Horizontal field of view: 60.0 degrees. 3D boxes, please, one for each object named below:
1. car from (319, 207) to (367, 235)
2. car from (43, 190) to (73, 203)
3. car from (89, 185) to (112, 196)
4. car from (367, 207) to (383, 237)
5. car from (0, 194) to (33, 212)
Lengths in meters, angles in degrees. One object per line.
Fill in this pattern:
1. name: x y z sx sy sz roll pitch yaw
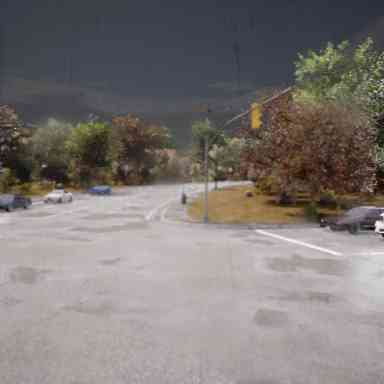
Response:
1. car: 9.941 1.547 18.666 5.357 1.411 2.033 0 1 -15
2. car: -15.565 0.478 38.946 1.812 1.442 4.674 1 3 4
3. car: -14.226 -0.283 51.887 1.882 1.535 5.008 1 4 9
4. car: 11.389 1.274 15.424 5.566 2.045 2.150 0 1 -15
5. car: -15.702 0.858 28.675 2.033 1.411 5.357 1 1 -2
